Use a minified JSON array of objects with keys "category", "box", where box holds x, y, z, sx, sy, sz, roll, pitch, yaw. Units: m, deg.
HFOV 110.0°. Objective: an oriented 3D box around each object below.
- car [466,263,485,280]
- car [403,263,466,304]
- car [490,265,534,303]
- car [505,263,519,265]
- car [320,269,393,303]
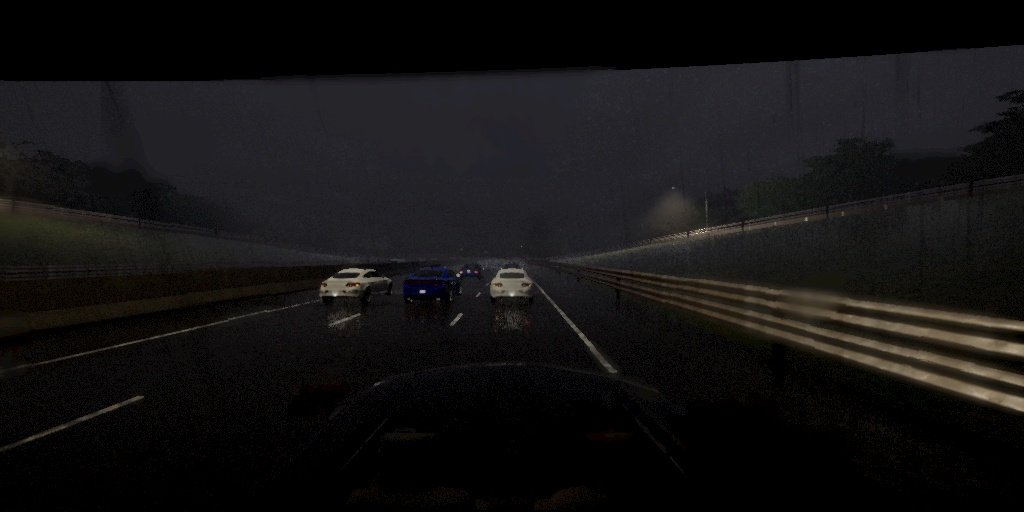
[{"category":"car","box":[-3.500,1.359,31.506,2.033,1.411,5.357,0,0,0]},{"category":"car","box":[-3.500,1.248,16.503,1.882,1.535,5.008,0,0,0]},{"category":"car","box":[0.000,1.296,16.503,1.812,1.442,4.674,0,0,0]},{"category":"car","box":[0.000,1.359,31.506,2.033,1.411,5.357,0,0,0]},{"category":"car","box":[-7.000,1.296,16.503,1.812,1.442,4.674,0,0,0]}]
